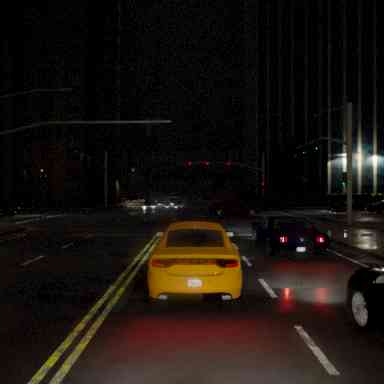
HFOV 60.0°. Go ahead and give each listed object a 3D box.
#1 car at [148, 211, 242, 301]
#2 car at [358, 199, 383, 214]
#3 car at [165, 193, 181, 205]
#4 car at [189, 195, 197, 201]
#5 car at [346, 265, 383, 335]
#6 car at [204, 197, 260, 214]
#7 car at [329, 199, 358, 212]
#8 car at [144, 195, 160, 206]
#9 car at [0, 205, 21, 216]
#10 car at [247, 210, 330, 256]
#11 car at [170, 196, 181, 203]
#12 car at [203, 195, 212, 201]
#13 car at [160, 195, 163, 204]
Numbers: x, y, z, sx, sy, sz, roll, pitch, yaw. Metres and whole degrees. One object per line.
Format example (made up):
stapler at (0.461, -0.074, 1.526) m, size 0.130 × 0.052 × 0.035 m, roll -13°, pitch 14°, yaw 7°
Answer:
car at (0.074, 1.478, 8.423) m, size 1.882 × 1.535 × 5.008 m, roll 0°, pitch 0°, yaw 1°
car at (20.928, 1.491, 35.407) m, size 4.902 × 1.511 × 2.128 m, roll 0°, pitch 0°, yaw -1°
car at (-3.435, 1.221, 59.017) m, size 2.150 × 2.045 × 5.566 m, roll 0°, pitch 0°, yaw 0°
car at (0.186, 1.367, 80.118) m, size 1.994 × 1.385 × 4.181 m, roll 0°, pitch 0°, yaw 0°
car at (3.609, 1.505, 3.912) m, size 1.837 × 1.490 × 4.892 m, roll 0°, pitch 0°, yaw 0°
car at (3.964, 1.477, 31.573) m, size 5.008 × 1.535 × 1.882 m, roll 0°, pitch 0°, yaw 0°
car at (19.011, 1.547, 38.890) m, size 5.357 × 1.411 × 2.033 m, roll 0°, pitch 0°, yaw 0°
car at (-6.957, 1.505, 56.071) m, size 1.837 × 1.490 × 4.892 m, roll 0°, pitch 0°, yaw 0°
car at (-18.876, 1.601, 31.396) m, size 4.718 × 1.301 × 1.895 m, roll 0°, pitch 0°, yaw 0°
car at (3.612, 1.601, 13.184) m, size 1.895 × 1.301 × 4.718 m, roll 0°, pitch 0°, yaw 0°
car at (-3.350, 1.564, 68.376) m, size 1.994 × 1.385 × 4.181 m, roll 0°, pitch 0°, yaw 1°
car at (3.684, 1.429, 79.570) m, size 1.837 × 1.490 × 4.892 m, roll 0°, pitch 0°, yaw 0°
car at (-6.887, 1.352, 65.258) m, size 2.097 × 1.767 × 4.553 m, roll 0°, pitch 0°, yaw 1°
